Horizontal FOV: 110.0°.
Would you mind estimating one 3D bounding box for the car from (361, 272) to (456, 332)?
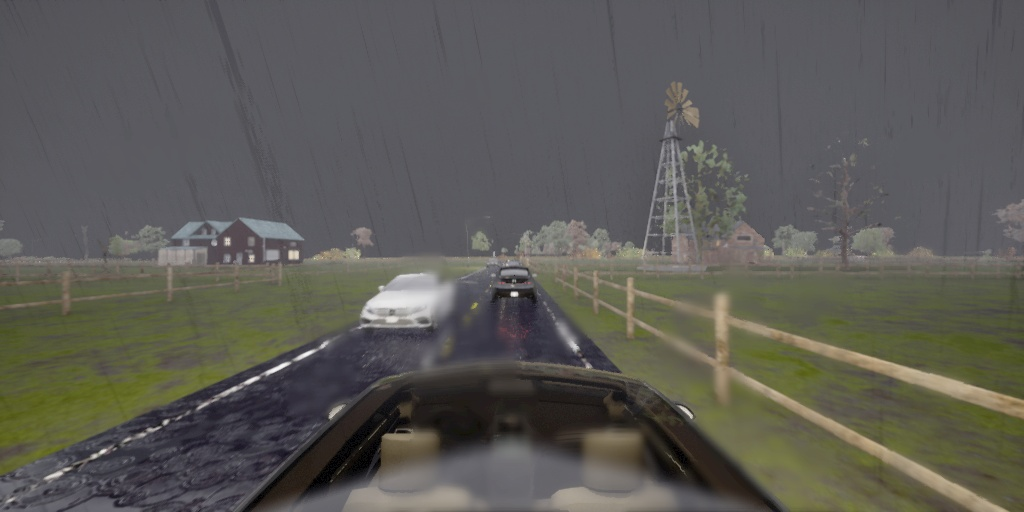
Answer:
[{"bbox_3d":[-2.843,1.240,10.809,1.812,1.442,4.674,0,0,0],"label":"car"}]

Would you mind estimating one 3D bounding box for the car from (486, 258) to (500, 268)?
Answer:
[{"bbox_3d":[-2.830,1.037,54.512,1.837,1.490,4.892,0,0,0],"label":"car"}]

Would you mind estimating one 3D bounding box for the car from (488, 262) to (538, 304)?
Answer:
[{"bbox_3d":[0.094,1.199,16.098,1.837,1.490,4.892,0,0,0],"label":"car"}]

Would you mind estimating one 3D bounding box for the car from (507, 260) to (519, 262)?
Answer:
[{"bbox_3d":[0.082,1.150,38.340,2.033,1.411,5.357,0,0,0],"label":"car"}]
